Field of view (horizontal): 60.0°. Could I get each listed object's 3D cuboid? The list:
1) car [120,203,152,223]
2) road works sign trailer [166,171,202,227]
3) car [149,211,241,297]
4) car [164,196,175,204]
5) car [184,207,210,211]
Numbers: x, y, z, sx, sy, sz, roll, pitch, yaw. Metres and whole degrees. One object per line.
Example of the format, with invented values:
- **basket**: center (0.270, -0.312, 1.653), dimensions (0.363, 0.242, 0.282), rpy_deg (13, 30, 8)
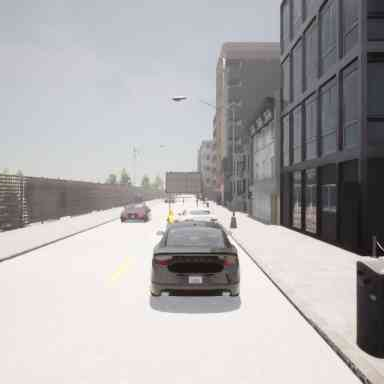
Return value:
- **car**: center (-4.204, 1.564, 25.549), dimensions (1.994, 1.385, 4.181), rpy_deg (0, 0, 0)
- **road works sign trailer**: center (-0.571, 0.464, 21.505), dimensions (2.380, 3.560, 2.880), rpy_deg (0, 0, -16)
- **car**: center (0.063, 1.478, 8.643), dimensions (1.882, 1.535, 5.008), rpy_deg (0, 0, 0)
- **car**: center (-4.260, 1.491, 63.400), dimensions (2.128, 1.511, 4.902), rpy_deg (0, 0, 0)
- **car**: center (0.253, 1.542, 17.990), dimensions (1.812, 1.442, 4.674), rpy_deg (0, -1, -6)
